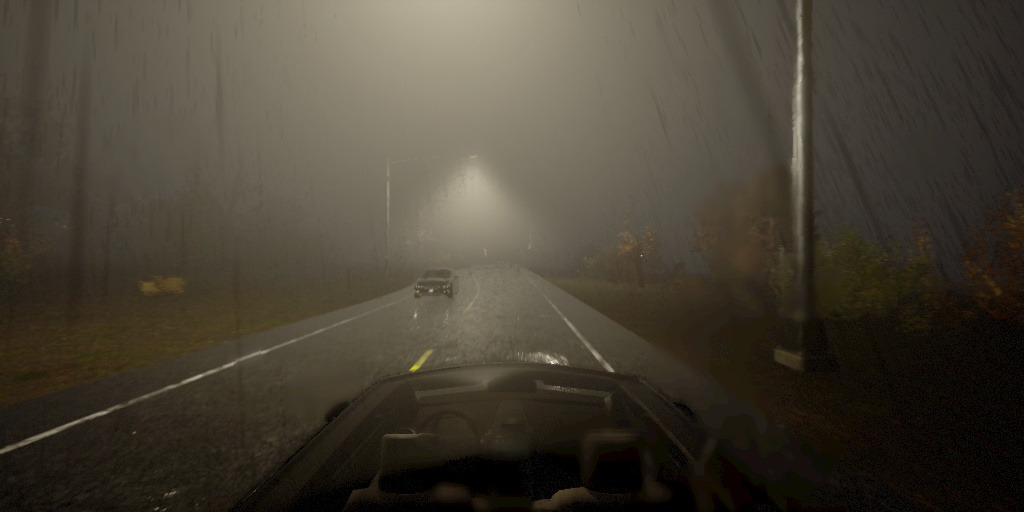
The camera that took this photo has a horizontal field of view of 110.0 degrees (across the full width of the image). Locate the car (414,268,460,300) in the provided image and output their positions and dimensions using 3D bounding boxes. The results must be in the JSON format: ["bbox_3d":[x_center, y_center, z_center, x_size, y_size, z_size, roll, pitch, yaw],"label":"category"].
[{"bbox_3d":[-3.838,1.378,18.883,1.837,1.490,4.892,0,-1,-3],"label":"car"}]
